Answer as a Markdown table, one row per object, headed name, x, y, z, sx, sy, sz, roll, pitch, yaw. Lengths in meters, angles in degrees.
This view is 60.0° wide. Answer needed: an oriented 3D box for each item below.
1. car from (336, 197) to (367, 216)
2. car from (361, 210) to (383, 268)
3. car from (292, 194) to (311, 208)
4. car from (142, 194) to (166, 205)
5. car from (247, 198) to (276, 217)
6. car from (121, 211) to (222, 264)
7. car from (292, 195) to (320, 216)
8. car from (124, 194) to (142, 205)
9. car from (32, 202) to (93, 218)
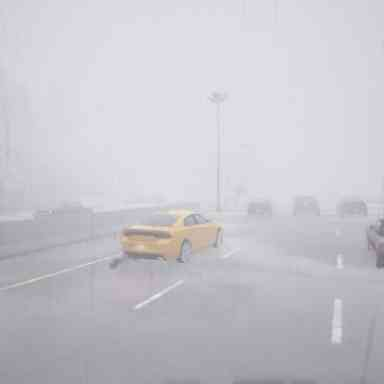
| name | x | y | z | sx | sy | sz | roll | pitch | yaw |
| --- | --- | --- | --- | --- | --- | --- | --- | --- | --- |
| car | 13.253 | 1.165 | 27.785 | 1.882 | 1.535 | 5.008 | 0 | 0 | 19 |
| car | 6.571 | 1.472 | 10.302 | 1.895 | 1.301 | 4.718 | 0 | 0 | 24 |
| car | 13.530 | 1.062 | 41.172 | 1.882 | 1.535 | 5.008 | 0 | 0 | 14 |
| car | -5.575 | 1.061 | 51.454 | 2.097 | 1.767 | 4.553 | 0 | 0 | 13 |
| car | 5.874 | 1.223 | 27.792 | 1.882 | 1.535 | 5.008 | 0 | 0 | 19 |
| car | -0.449 | 1.393 | 11.730 | 1.882 | 1.535 | 5.008 | 0 | 0 | 24 |
| car | 9.927 | 1.057 | 28.950 | 2.097 | 1.767 | 4.553 | 0 | 0 | 19 |
| car | -8.989 | 1.095 | 52.223 | 2.097 | 1.767 | 4.553 | 0 | 0 | 13 |
| car | -9.940 | 1.484 | 25.843 | 1.895 | 1.301 | 4.718 | 0 | 0 | 21 |
